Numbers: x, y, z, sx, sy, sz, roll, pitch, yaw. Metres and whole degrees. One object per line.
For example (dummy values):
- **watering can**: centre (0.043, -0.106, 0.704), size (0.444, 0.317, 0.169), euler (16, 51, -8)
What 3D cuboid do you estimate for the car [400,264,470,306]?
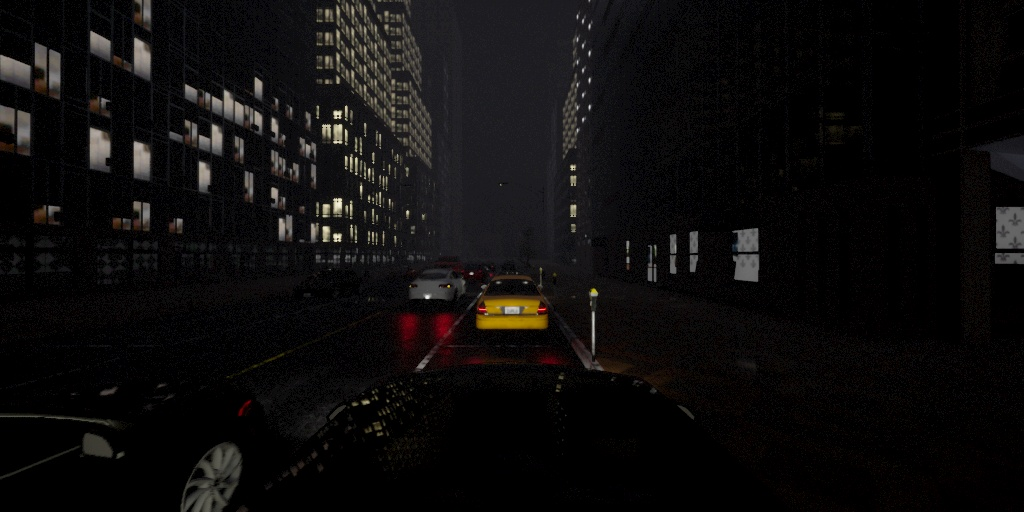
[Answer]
- **car**: centre (-3.145, 1.273, 15.647), size (1.812, 1.442, 4.674), euler (0, 0, 0)

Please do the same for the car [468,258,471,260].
- **car**: centre (-8.836, 1.300, 63.188), size (1.802, 1.307, 4.207), euler (0, 0, 0)

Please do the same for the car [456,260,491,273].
- **car**: centre (-3.060, 1.307, 29.218), size (1.994, 1.385, 4.181), euler (0, 0, 0)

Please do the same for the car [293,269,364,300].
- **car**: centre (-8.836, 1.313, 17.650), size (1.948, 1.339, 4.313), euler (0, 0, 0)

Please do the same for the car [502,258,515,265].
- **car**: centre (-0.455, 1.298, 46.099), size (1.948, 1.339, 4.313), euler (0, 0, 0)

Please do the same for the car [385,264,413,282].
- **car**: centre (-8.835, 1.325, 29.033), size (1.802, 1.307, 4.207), euler (0, 0, 0)

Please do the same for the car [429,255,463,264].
- **car**: centre (-6.240, 0.961, 35.310), size (2.150, 2.045, 5.566), euler (0, 0, 0)

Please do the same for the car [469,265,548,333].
- **car**: centre (0.004, 1.206, 10.689), size (1.801, 1.575, 5.366), euler (0, 0, 0)

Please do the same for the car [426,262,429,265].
- **car**: centre (-8.836, 1.286, 40.419), size (2.007, 1.370, 4.403), euler (0, 0, 0)

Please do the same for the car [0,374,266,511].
- **car**: centre (-3.055, 1.256, 1.122), size (1.837, 1.490, 4.892), euler (0, 0, 0)

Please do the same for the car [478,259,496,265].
- **car**: centre (-3.053, 1.333, 46.342), size (1.895, 1.301, 4.718), euler (0, 0, 0)
